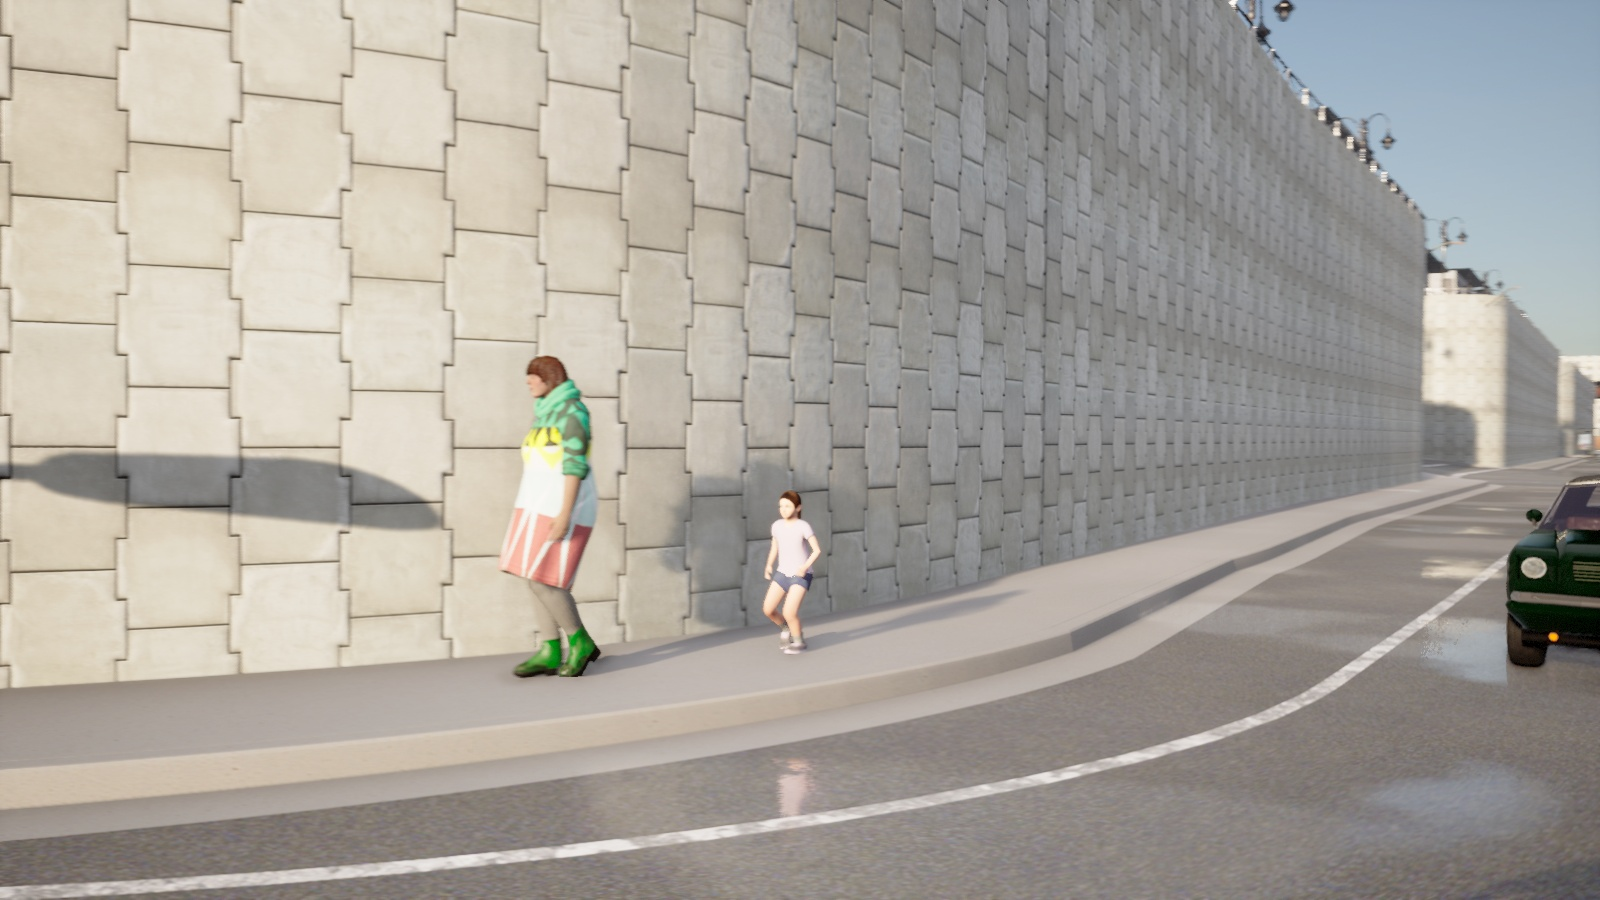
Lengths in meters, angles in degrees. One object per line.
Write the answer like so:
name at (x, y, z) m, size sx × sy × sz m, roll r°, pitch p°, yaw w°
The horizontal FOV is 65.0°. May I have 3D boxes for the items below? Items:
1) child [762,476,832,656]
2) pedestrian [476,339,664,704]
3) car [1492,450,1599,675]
child at (-0.015, 0.727, 8.049) m, size 0.255 × 1.110 × 0.394 m, roll 0°, pitch 1°, yaw 34°
pedestrian at (-1.324, 0.373, 7.191) m, size 0.873 × 1.952 × 0.659 m, roll -1°, pitch 1°, yaw -28°
car at (6.574, 0.696, 9.451) m, size 1.895 × 1.301 × 4.718 m, roll 0°, pitch 1°, yaw 35°
